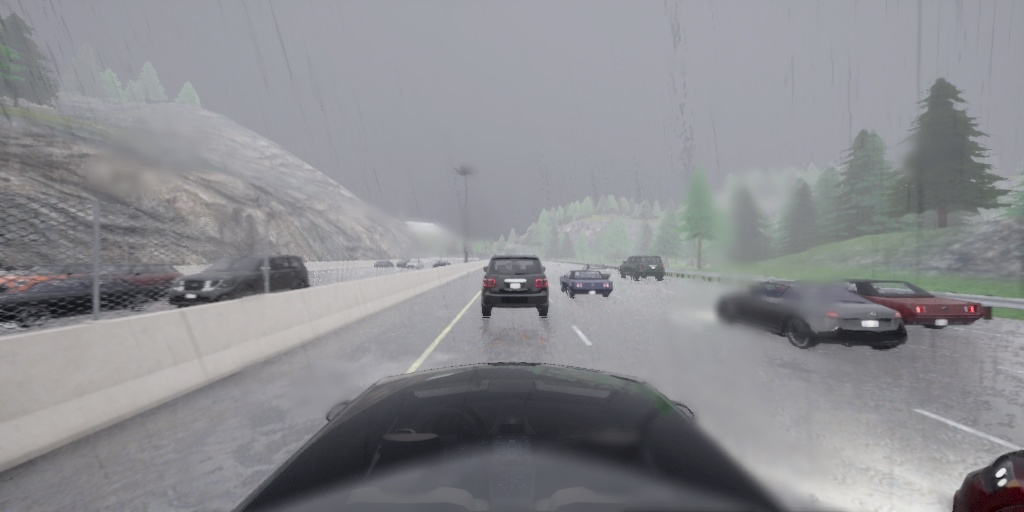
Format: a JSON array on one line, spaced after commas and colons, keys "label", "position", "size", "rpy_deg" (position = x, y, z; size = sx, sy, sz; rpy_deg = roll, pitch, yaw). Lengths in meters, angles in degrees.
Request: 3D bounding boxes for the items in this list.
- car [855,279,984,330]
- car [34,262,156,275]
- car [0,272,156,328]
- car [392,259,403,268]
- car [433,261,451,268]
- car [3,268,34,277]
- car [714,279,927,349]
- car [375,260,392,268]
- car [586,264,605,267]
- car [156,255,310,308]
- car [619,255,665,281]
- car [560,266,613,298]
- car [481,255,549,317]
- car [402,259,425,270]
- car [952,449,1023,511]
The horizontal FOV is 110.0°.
[{"label": "car", "position": [10.598, 1.348, 11.069], "size": [1.895, 1.301, 4.718], "rpy_deg": [0, 0, 0]}, {"label": "car", "position": [-17.603, 1.098, 16.344], "size": [2.097, 1.767, 4.553], "rpy_deg": [0, 0, 0]}, {"label": "car", "position": [-14.104, 1.348, 11.482], "size": [1.895, 1.301, 4.718], "rpy_deg": [0, 0, 0]}, {"label": "car", "position": [-17.551, 1.212, 59.223], "size": [1.882, 1.535, 5.008], "rpy_deg": [0, 0, 1]}, {"label": "car", "position": [-10.578, 1.336, 54.112], "size": [1.895, 1.301, 4.718], "rpy_deg": [0, 0, 0]}, {"label": "car", "position": [-21.103, 1.098, 16.731], "size": [2.097, 1.767, 4.553], "rpy_deg": [0, 0, 0]}, {"label": "car", "position": [7.098, 1.312, 9.121], "size": [1.994, 1.385, 4.181], "rpy_deg": [0, 0, 0]}, {"label": "car", "position": [-21.045, 1.298, 59.148], "size": [1.994, 1.385, 4.181], "rpy_deg": [0, 0, 1]}, {"label": "car", "position": [7.092, 1.343, 31.198], "size": [1.895, 1.301, 4.718], "rpy_deg": [0, 0, 0]}, {"label": "car", "position": [-10.602, 0.967, 14.630], "size": [2.150, 2.045, 5.566], "rpy_deg": [0, 0, 0]}, {"label": "car", "position": [10.591, 0.964, 29.568], "size": [2.150, 2.045, 5.566], "rpy_deg": [0, 0, 0]}, {"label": "car", "position": [3.595, 1.346, 18.255], "size": [1.895, 1.301, 4.718], "rpy_deg": [0, 0, 0]}, {"label": "car", "position": [0.099, 0.969, 13.272], "size": [2.150, 2.045, 5.566], "rpy_deg": [0, 0, 0]}, {"label": "car", "position": [-14.084, 1.262, 52.382], "size": [1.812, 1.442, 4.674], "rpy_deg": [0, 0, 0]}, {"label": "car", "position": [3.598, 1.315, 0.326], "size": [1.994, 1.385, 4.181], "rpy_deg": [0, 0, 0]}]
